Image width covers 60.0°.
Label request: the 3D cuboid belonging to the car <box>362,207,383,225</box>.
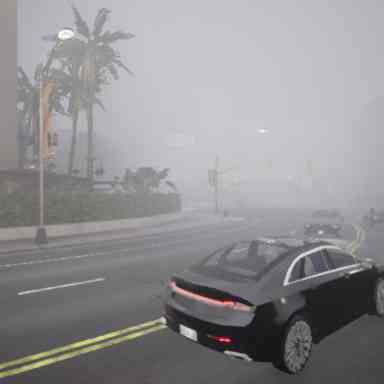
[{"bbox_3d":[13.432,1.726,23.693,1.895,1.301,4.718,0,0,21],"label":"car"}]

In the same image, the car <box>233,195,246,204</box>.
[{"bbox_3d":[11.188,1.950,77.504,2.097,1.535,5.008,0,0,7],"label":"car"}]

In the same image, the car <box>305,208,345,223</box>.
[{"bbox_3d":[7.743,1.655,19.124,2.033,1.411,5.357,0,0,28],"label":"car"}]

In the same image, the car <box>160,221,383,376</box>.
[{"bbox_3d":[1.754,1.526,5.726,4.902,1.511,2.128,0,0,-42],"label":"car"}]
